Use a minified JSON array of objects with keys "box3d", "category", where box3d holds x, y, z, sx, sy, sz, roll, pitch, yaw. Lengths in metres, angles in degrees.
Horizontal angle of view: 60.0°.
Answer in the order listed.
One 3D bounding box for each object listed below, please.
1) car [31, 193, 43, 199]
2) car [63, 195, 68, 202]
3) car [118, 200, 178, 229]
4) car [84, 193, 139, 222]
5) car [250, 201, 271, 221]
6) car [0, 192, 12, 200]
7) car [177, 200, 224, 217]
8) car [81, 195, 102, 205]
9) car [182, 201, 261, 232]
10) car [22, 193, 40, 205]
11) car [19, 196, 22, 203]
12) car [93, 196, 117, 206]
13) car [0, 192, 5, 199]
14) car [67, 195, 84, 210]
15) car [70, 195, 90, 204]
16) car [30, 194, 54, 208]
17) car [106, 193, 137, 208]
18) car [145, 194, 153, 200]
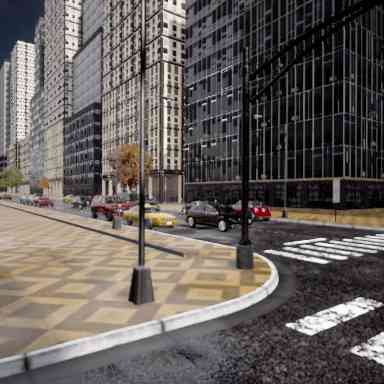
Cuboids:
[{"box3d":[-39.789,0.993,85.381,1.947,1.339,4.313,1,0,-36],"category":"car"},{"box3d":[-23.038,1.177,62.691,1.752,1.417,4.829,1,0,-36],"category":"car"},{"box3d":[-2.718,1.432,20.839,1.752,1.417,4.829,1,0,-36],"category":"car"},{"box3d":[-6.165,1.188,25.562,2.192,1.841,5.009,1,0,-36],"category":"car"},{"box3d":[4.133,1.393,26.107,1.967,1.590,4.097,1,0,-36],"category":"car"},{"box3d":[-39.796,1.020,71.280,1.887,1.381,4.507,1,0,-36],"category":"car"},{"box3d":[0.735,1.470,30.657,2.008,1.369,4.403,1,0,-36],"category":"car"},{"box3d":[-16.196,1.279,53.423,1.887,1.381,4.507,1,0,-36],"category":"car"},{"box3d":[1.477,1.446,19.727,1.837,1.490,4.892,0,0,-36],"category":"car"},{"box3d":[-22.941,1.240,48.450,2.008,1.369,4.403,1,0,-36],"category":"car"},{"box3d":[-26.312,1.200,53.016,2.008,1.369,4.403,1,0,-36],"category":"car"},{"box3d":[-12.926,1.297,48.995,1.752,1.417,4.829,1,0,-36],"category":"car"},{"box3d":[-46.537,0.822,80.414,1.967,1.590,4.097,1,0,-36],"category":"car"},{"box3d":[-12.639,1.301,38.883,1.837,1.490,4.892,0,0,-36],"category":"car"},{"box3d":[-19.566,1.245,57.988,2.008,1.369,4.403,1,0,-36],"category":"car"},{"box3d":[-19.570,1.273,43.884,1.887,1.381,4.507,1,0,-36],"category":"car"},{"box3d":[-9.452,1.126,44.293,2.192,1.841,5.009,1,0,-36],"category":"car"},{"box3d":[-4.814,1.099,28.235,2.150,2.045,5.566,0,0,-37],"category":"car"}]
